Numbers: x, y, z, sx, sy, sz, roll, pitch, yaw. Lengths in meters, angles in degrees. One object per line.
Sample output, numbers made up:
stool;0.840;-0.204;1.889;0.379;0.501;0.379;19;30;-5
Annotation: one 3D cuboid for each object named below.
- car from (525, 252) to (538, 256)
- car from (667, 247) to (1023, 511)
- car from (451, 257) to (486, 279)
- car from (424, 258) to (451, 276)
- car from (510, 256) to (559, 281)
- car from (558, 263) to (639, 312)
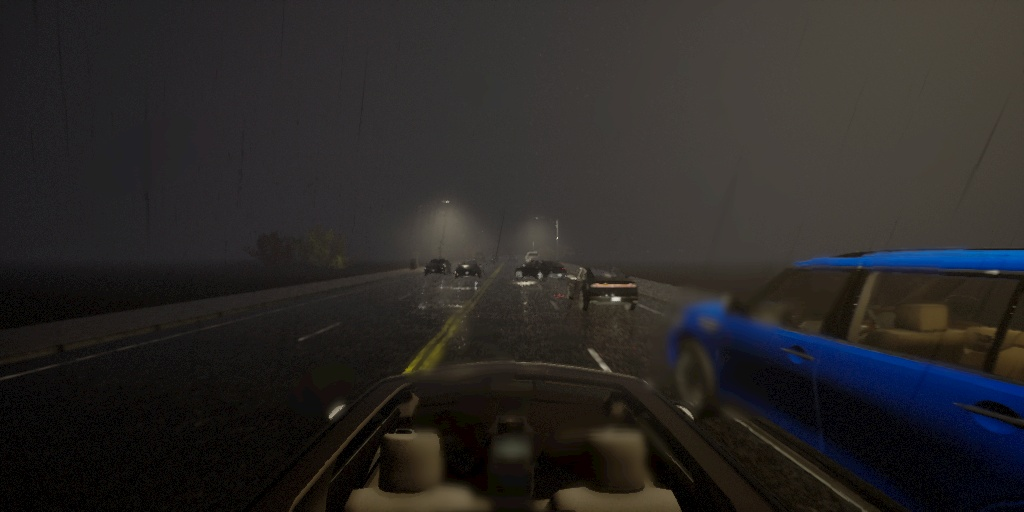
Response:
car;3.260;0.402;57.678;2.150;2.045;5.566;0;1;0
car;3.251;0.962;2.681;2.150;2.045;5.566;0;1;0
car;-3.333;1.043;28.576;1.994;1.385;4.181;0;1;0
car;-6.579;0.946;32.315;1.837;1.490;4.892;0;0;0
car;2.044;1.007;26.390;1.837;1.490;4.892;0;1;-29
car;3.253;1.123;13.654;2.128;1.511;4.902;0;1;0
